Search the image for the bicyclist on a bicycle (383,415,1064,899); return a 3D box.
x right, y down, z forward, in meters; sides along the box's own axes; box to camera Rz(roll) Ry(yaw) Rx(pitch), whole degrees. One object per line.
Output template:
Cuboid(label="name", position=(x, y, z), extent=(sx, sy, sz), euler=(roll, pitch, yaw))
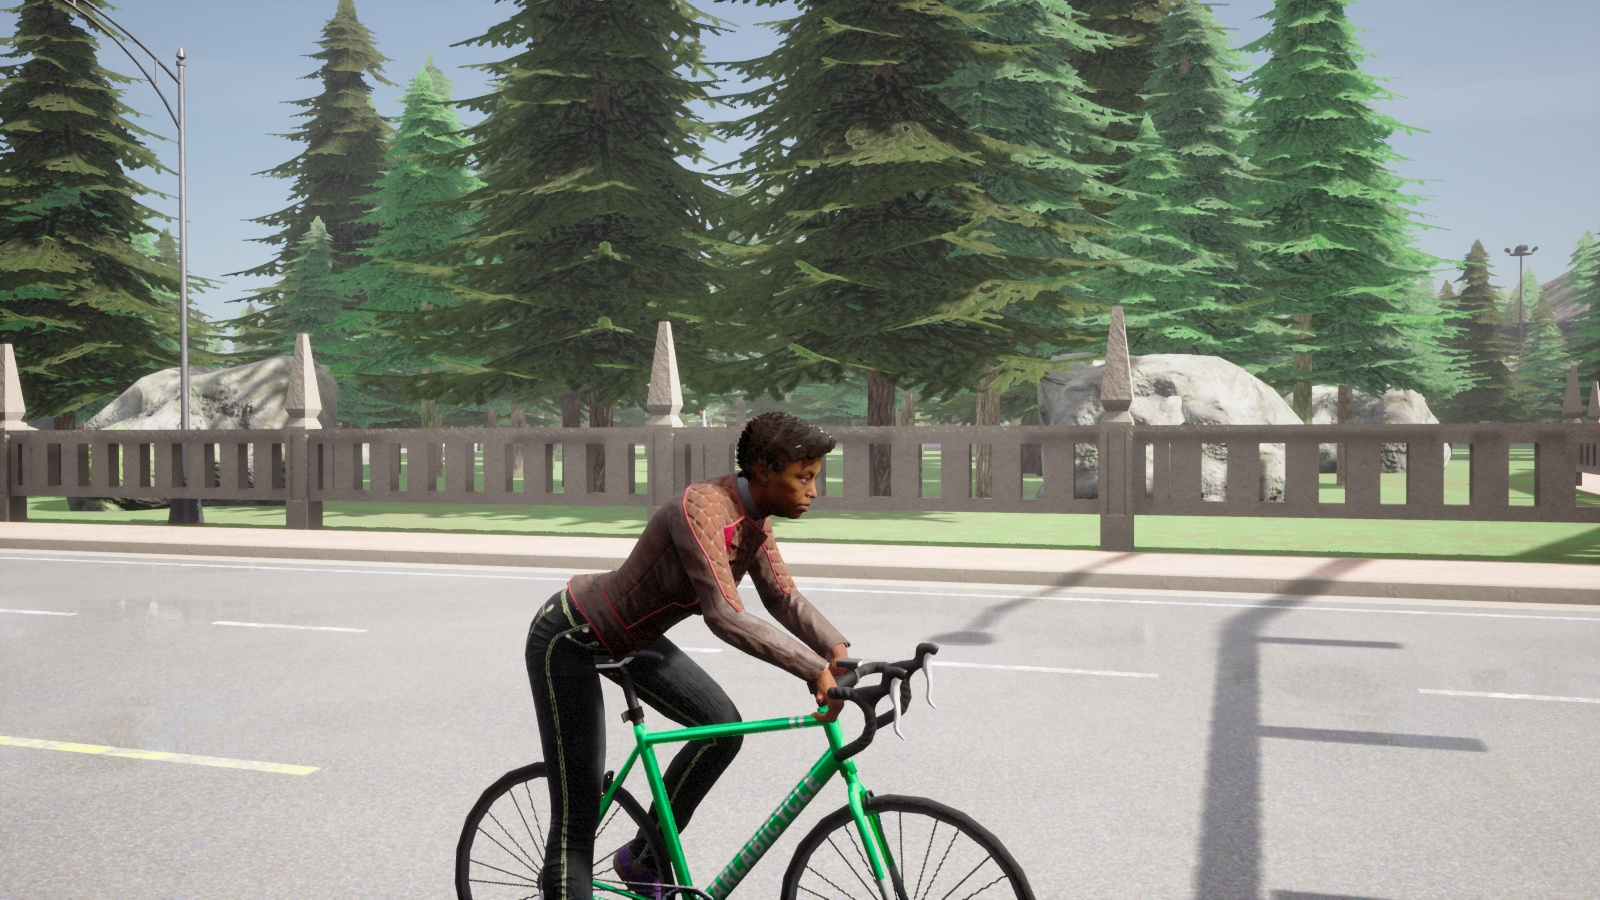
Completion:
Cuboid(label="bicyclist on a bicycle", position=(-0.200, 0.726, 3.259), extent=(1.656, 1.620, 0.582), euler=(1, 1, 19))
